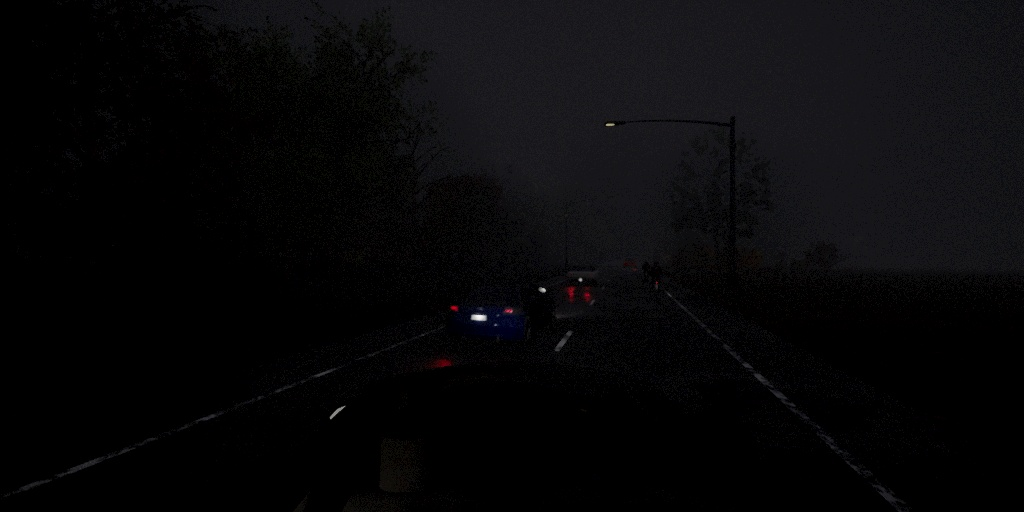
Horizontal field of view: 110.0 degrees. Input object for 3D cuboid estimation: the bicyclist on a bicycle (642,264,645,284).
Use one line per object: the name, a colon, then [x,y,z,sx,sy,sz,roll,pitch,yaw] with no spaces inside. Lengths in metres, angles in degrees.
bicyclist on a bicycle: [9.509,1.208,25.418,0.582,1.620,1.656,0,0,18]

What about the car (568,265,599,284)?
car: [5.486,1.355,27.173,1.895,1.301,4.718,0,0,18]

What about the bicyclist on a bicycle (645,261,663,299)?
bicyclist on a bicycle: [6.827,1.124,17.045,0.659,1.776,1.843,0,0,18]

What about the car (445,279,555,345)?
car: [-0.105,1.315,9.721,1.994,1.385,4.181,0,0,18]

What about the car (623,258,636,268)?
car: [20.032,1.118,61.092,2.097,1.767,4.553,0,0,18]
